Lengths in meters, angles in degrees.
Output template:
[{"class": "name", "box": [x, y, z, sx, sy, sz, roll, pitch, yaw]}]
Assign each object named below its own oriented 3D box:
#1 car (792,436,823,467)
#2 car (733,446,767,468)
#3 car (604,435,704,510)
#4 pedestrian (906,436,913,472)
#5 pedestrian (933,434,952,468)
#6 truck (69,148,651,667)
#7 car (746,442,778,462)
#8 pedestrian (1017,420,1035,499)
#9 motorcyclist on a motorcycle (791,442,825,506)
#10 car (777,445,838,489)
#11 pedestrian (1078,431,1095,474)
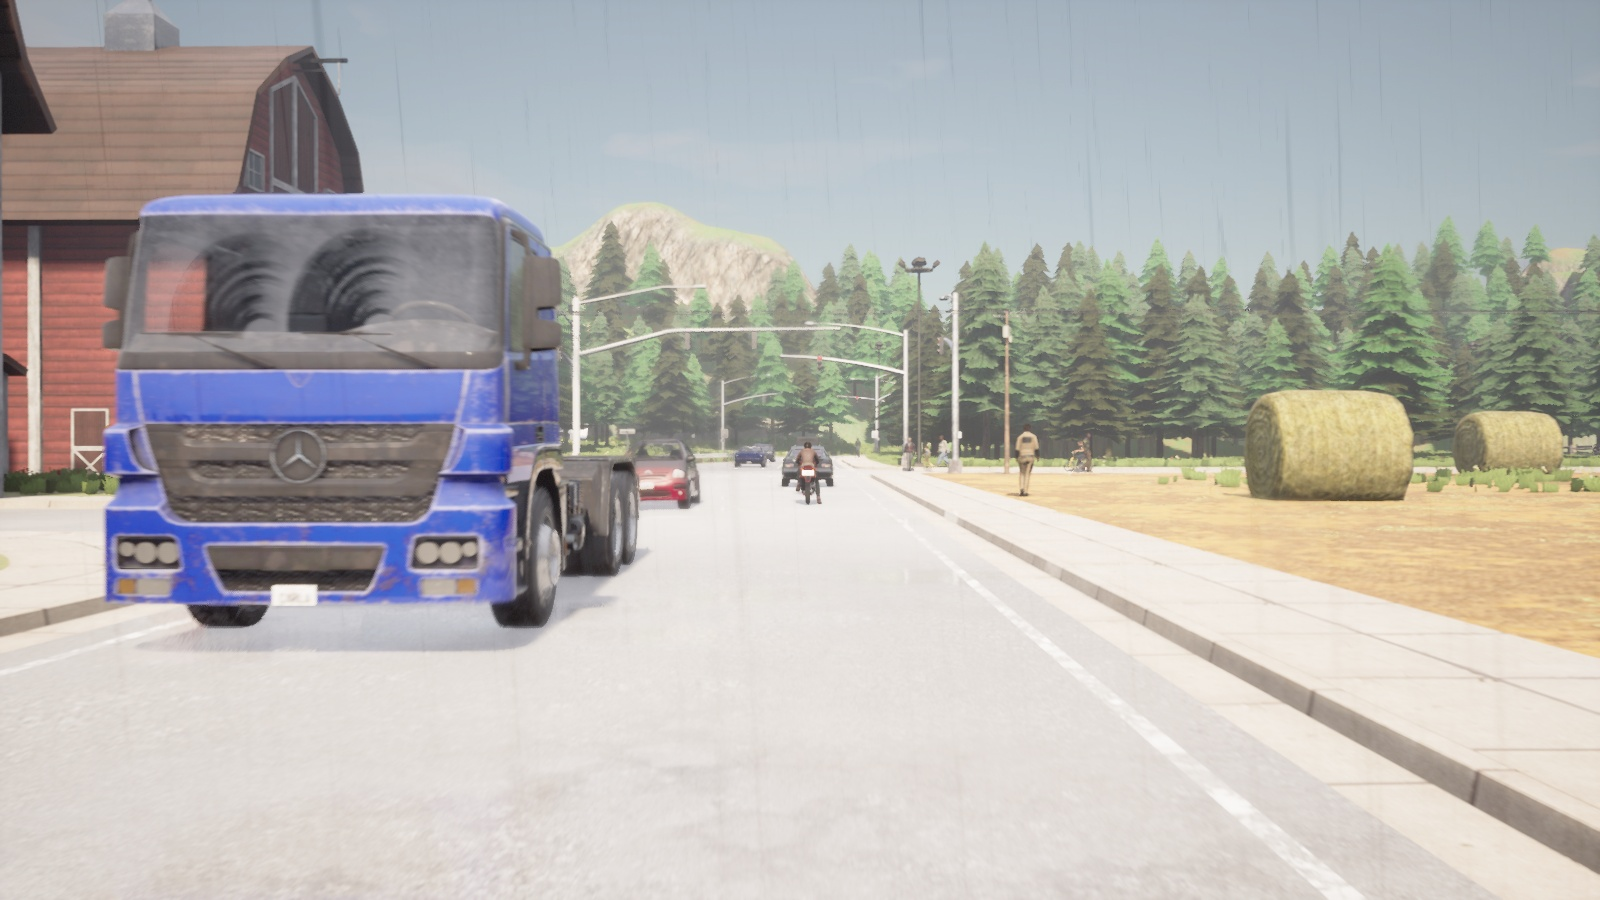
[{"class": "car", "box": [0.461, 0.102, 78.294, 1.905, 1.878, 3.866, 0, 0, 0]}, {"class": "car", "box": [-3.046, 0.409, 77.210, 1.895, 1.301, 4.718, 0, 0, 0]}, {"class": "car", "box": [-3.318, 0.477, 29.261, 1.851, 1.617, 3.988, 0, 0, 0]}, {"class": "pedestrian", "box": [5.740, 0.198, 65.795, 0.376, 1.854, 0.720, 0, 0, 4]}, {"class": "pedestrian", "box": [7.834, 0.047, 68.897, 0.900, 1.855, 0.874, 0, 0, -3]}, {"class": "truck", "box": [-3.412, -0.315, 12.362, 2.891, 3.462, 7.936, 0, 0, 0]}, {"class": "car", "box": [-2.913, 0.149, 97.893, 2.128, 1.511, 4.902, 0, 0, 2]}, {"class": "pedestrian", "box": [5.567, 0.235, 30.910, 0.396, 1.930, 0.692, 0, 0, 14]}, {"class": "motorcyclist on a motorcycle", "box": [0.189, 0.556, 30.580, 0.797, 1.523, 2.044, 0, 0, 0]}, {"class": "car", "box": [0.269, 0.542, 44.149, 2.033, 1.411, 5.357, 0, 0, 0]}, {"class": "pedestrian", "box": [12.948, 0.114, 56.712, 0.692, 1.930, 0.395, 0, 0, 21]}]
